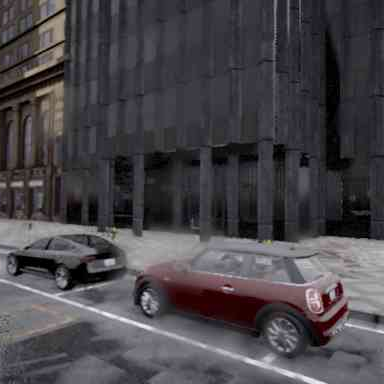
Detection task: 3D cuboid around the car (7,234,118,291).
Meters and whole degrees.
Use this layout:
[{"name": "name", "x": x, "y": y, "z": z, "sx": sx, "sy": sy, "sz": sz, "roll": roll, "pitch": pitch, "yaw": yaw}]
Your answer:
[{"name": "car", "x": -3.812, "y": 1.905, "z": 9.963, "sx": 4.313, "sy": 1.339, "sz": 1.947, "roll": -1, "pitch": -3, "yaw": 37}]

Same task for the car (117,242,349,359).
[{"name": "car", "x": 0.711, "y": 1.704, "z": 6.534, "sx": 4.097, "sy": 1.590, "sz": 1.967, "roll": -1, "pitch": -3, "yaw": 37}]
